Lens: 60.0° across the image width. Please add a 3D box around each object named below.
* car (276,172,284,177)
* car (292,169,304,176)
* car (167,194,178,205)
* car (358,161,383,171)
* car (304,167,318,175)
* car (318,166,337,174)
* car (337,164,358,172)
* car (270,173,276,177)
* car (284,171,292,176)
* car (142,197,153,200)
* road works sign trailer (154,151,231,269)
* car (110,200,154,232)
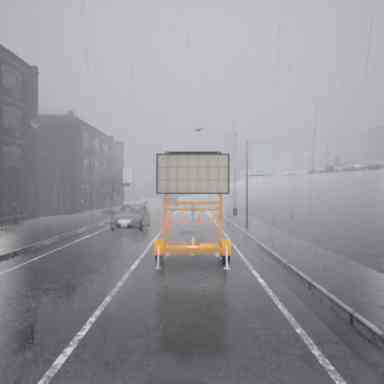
[{"bbox_3d":[21.827,-3.978,77.246,2.231,1.521,4.892,0,1,-1],"label":"car"},{"bbox_3d":[22.418,-3.779,66.168,2.097,1.535,5.008,0,1,-4],"label":"car"},{"bbox_3d":[-3.906,1.364,63.042,2.150,2.045,5.566,0,-1,-4],"label":"car"},{"bbox_3d":[25.023,-3.369,44.138,2.231,1.521,4.892,0,1,-9],"label":"car"},{"bbox_3d":[22.888,-3.803,60.662,2.185,1.767,4.553,0,1,-5],"label":"car"},{"bbox_3d":[23.511,-3.542,54.972,2.163,1.488,4.792,0,1,-6],"label":"car"},{"bbox_3d":[24.215,-3.431,49.498,2.002,1.452,4.674,0,1,-7],"label":"car"},{"bbox_3d":[21.696,-4.057,82.764,2.231,1.521,4.892,0,1,-1],"label":"car"},{"bbox_3d":[22.063,-3.841,71.704,2.002,1.452,4.674,0,1,-3],"label":"car"},{"bbox_3d":[-11.703,2.195,87.217,2.097,1.767,4.553,-1,-2,-30],"label":"car"},{"bbox_3d":[0.034,0.460,11.070,2.380,3.560,2.880,0,0,1],"label":"road works sign trailer"},{"bbox_3d":[-3.609,1.484,20.147,2.128,1.511,4.902,0,0,0],"label":"car"}]
